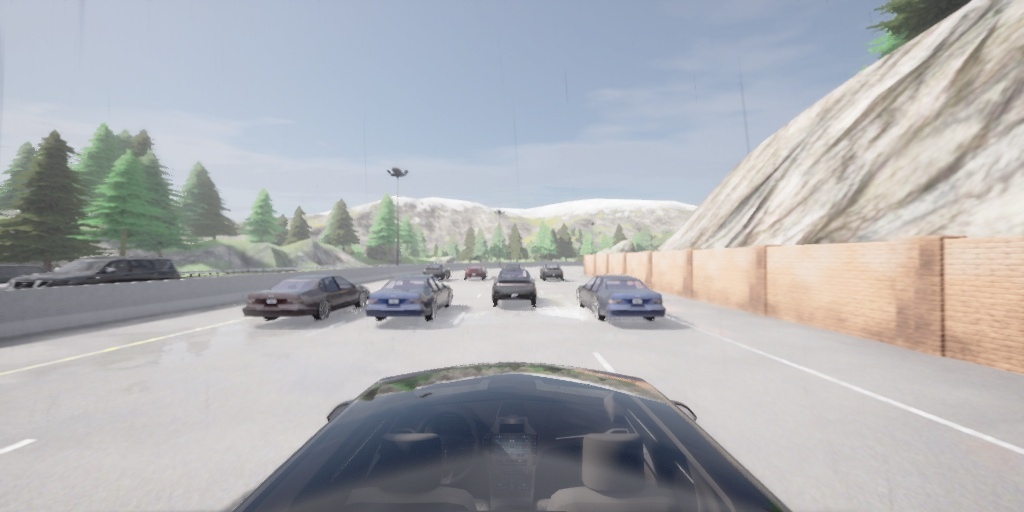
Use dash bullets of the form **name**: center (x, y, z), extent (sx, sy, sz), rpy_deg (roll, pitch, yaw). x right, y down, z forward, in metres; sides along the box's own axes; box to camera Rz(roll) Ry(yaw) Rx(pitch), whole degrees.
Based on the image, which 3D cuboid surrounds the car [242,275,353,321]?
- **car**: center (-6.902, 1.371, 12.801), extent (2.033, 1.411, 5.357), rpy_deg (0, 0, 0)

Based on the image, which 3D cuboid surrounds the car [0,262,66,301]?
- **car**: center (-24.599, 1.201, 16.666), extent (2.097, 1.767, 4.553), rpy_deg (0, 0, 0)

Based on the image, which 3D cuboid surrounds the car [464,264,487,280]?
- **car**: center (-3.393, 1.493, 34.279), extent (1.812, 1.442, 4.674), rpy_deg (0, 0, 0)

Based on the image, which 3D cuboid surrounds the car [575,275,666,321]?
- **car**: center (3.597, 1.372, 12.810), extent (2.033, 1.411, 5.357), rpy_deg (0, 0, 0)

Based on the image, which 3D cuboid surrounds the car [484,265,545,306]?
- **car**: center (0.096, 1.339, 16.295), extent (2.128, 1.511, 4.902), rpy_deg (0, 0, 0)

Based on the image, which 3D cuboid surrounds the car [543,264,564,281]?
- **car**: center (3.602, 1.452, 33.164), extent (2.128, 1.511, 4.902), rpy_deg (0, 0, 0)

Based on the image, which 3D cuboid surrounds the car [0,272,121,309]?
- **car**: center (-21.103, 1.446, 16.110), extent (1.895, 1.301, 4.718), rpy_deg (0, 0, 0)

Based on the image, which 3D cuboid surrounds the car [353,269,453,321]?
- **car**: center (-3.402, 1.372, 12.819), extent (2.033, 1.411, 5.357), rpy_deg (0, 0, 0)

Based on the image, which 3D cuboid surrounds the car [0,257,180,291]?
- **car**: center (-17.600, 1.063, 15.571), extent (2.150, 2.045, 5.566), rpy_deg (0, 0, 0)

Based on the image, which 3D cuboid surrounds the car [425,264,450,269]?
- **car**: center (-6.896, 1.452, 33.171), extent (2.128, 1.511, 4.902), rpy_deg (0, 0, 0)
